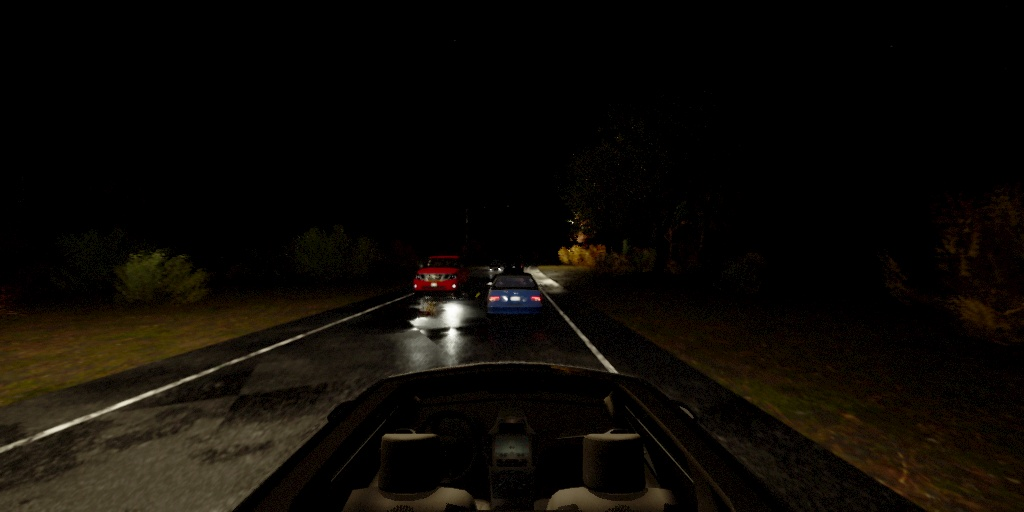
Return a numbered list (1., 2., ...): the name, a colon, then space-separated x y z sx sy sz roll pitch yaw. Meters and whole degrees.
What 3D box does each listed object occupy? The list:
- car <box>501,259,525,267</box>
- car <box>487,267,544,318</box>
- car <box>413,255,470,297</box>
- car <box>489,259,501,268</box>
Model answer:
1. car: 0.228 1.106 37.616 2.097 1.767 4.553 0 0 1
2. car: 0.096 1.299 13.018 2.033 1.411 5.357 0 0 0
3. car: -3.602 0.975 19.342 2.150 2.045 5.566 0 0 0
4. car: -2.551 1.276 59.070 1.812 1.442 4.674 0 0 4
